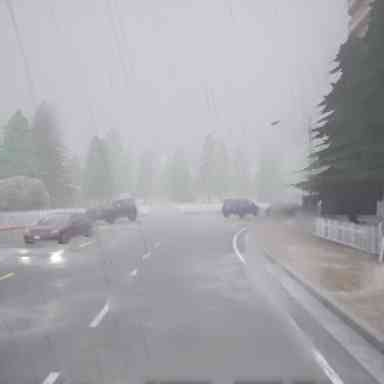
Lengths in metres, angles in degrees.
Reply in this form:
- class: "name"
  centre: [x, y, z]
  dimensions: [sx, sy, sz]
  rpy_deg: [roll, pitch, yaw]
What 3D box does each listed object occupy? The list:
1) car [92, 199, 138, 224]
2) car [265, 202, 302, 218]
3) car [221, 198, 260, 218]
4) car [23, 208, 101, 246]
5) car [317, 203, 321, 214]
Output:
- class: "car"
  centre: [-6.923, 1.619, 29.306]
  dimensions: [2.150, 2.045, 5.566]
  rpy_deg: [0, -1, 22]
- class: "car"
  centre: [9.667, 2.002, 35.820]
  dimensions: [1.837, 1.490, 4.892]
  rpy_deg: [-1, -1, 41]
- class: "car"
  centre: [5.345, 1.720, 36.151]
  dimensions: [2.150, 2.045, 5.566]
  rpy_deg: [-1, -1, 37]
- class: "car"
  centre: [-6.524, 1.751, 16.844]
  dimensions: [1.812, 1.442, 4.674]
  rpy_deg: [0, -1, 6]
- class: "car"
  centre: [17.322, 2.081, 42.096]
  dimensions: [4.902, 1.511, 2.128]
  rpy_deg: [0, -1, -33]
